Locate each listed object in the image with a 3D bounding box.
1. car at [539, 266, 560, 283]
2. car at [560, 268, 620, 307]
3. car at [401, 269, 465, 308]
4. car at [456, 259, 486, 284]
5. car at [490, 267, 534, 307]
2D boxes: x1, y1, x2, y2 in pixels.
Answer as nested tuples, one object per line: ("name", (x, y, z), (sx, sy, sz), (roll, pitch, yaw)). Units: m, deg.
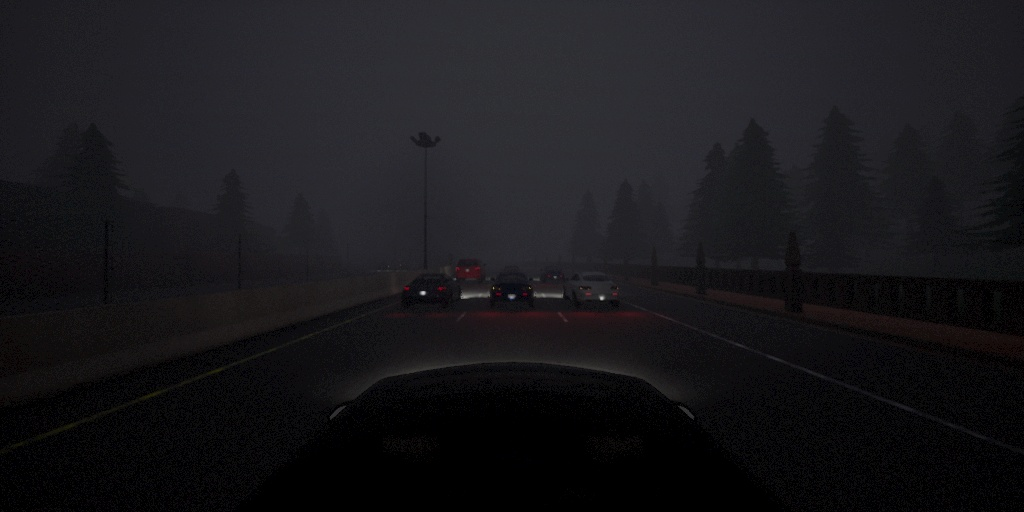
("car", (3.477, 1.553, 31.228), (1.812, 1.442, 4.674), (0, 0, 0))
("car", (3.495, 1.412, 16.241), (1.812, 1.442, 4.674), (0, 0, 0))
("car", (-3.505, 1.450, 16.140), (1.994, 1.385, 4.181), (0, 0, 0))
("car", (-3.519, 1.241, 30.874), (2.150, 2.045, 5.566), (0, 0, 0))
("car", (-0.004, 1.412, 16.246), (1.812, 1.442, 4.674), (0, 0, 0))
